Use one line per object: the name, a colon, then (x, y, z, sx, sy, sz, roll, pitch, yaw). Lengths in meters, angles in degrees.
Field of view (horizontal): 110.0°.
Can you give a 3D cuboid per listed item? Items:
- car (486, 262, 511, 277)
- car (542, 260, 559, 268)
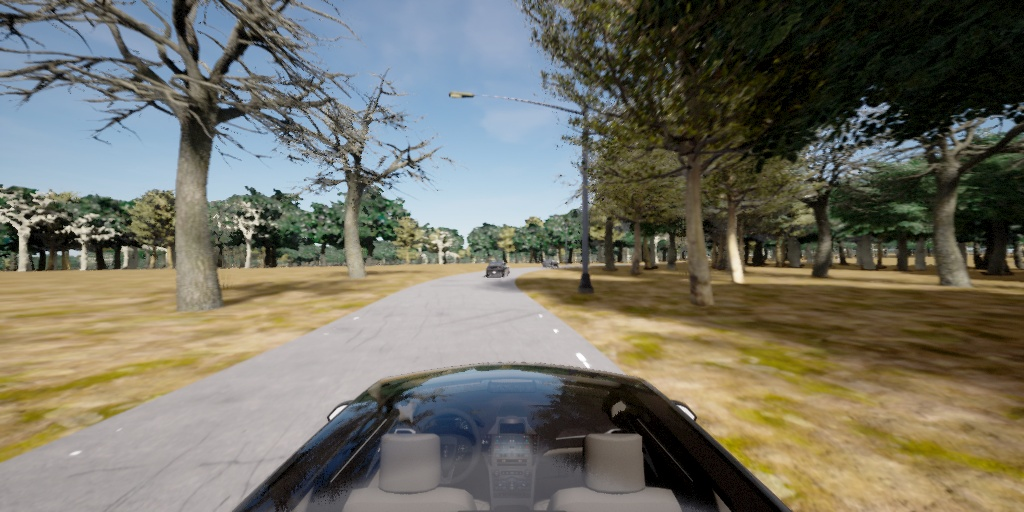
car: (-1.328, 1.317, 35.903, 1.837, 1.490, 4.892, -1, -1, 8)
car: (7.014, 1.376, 64.690, 2.128, 1.511, 4.902, -1, -1, 26)
